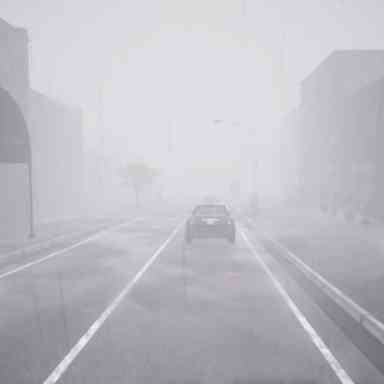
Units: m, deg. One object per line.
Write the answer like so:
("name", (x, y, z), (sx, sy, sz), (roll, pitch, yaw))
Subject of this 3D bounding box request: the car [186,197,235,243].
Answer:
("car", (0.874, 1.257, 15.784), (2.097, 1.767, 4.553), (0, 1, 3))

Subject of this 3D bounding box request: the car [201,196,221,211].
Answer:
("car", (1.992, 1.163, 35.568), (1.994, 1.385, 4.181), (0, 1, 3))
